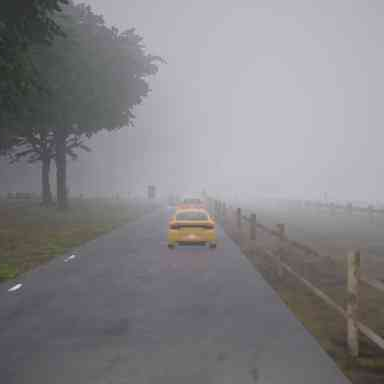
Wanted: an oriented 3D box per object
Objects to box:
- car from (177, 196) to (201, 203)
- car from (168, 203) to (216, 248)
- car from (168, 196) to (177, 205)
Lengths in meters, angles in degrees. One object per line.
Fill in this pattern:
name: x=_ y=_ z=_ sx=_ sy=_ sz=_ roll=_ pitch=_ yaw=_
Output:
car: x=0.000 y=1.340 z=29.623 sx=2.097 sy=1.767 sz=4.553 roll=0 pitch=0 yaw=0
car: x=0.000 y=1.477 z=14.653 sx=1.882 sy=1.535 sz=5.008 roll=0 pitch=0 yaw=0
car: x=-2.750 y=1.440 z=53.656 sx=2.128 sy=1.511 sz=4.902 roll=0 pitch=0 yaw=0
